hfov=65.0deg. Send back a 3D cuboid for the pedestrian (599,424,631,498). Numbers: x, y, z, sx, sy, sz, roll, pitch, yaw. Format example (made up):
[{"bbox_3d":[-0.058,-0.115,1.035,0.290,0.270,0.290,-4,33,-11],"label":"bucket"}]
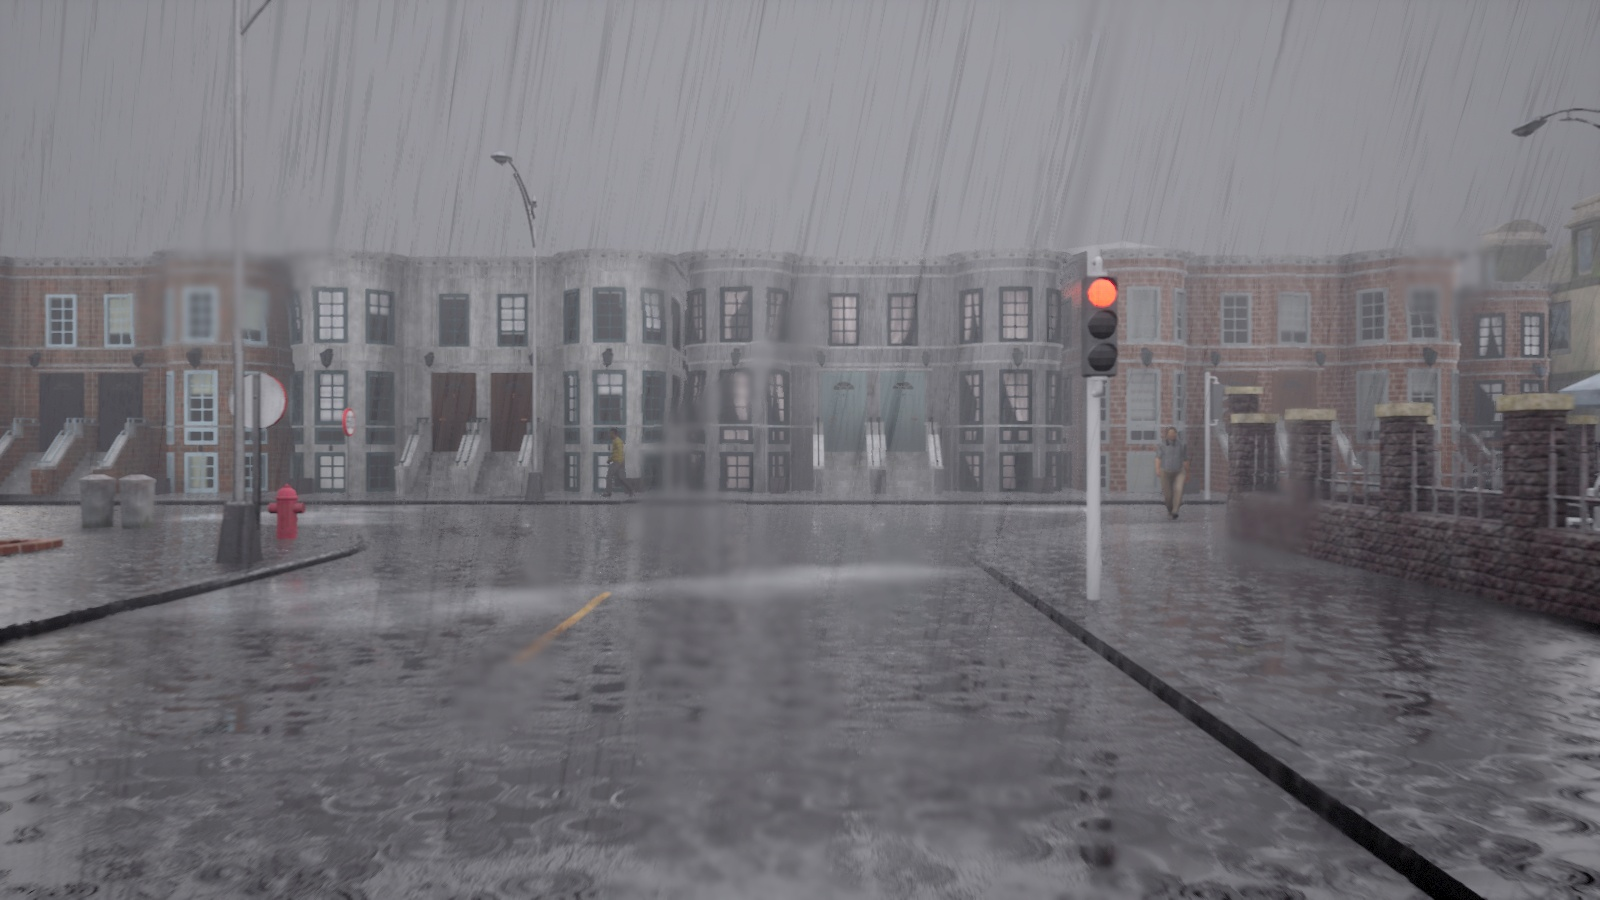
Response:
[{"bbox_3d":[-4.674,0.274,31.710,0.709,1.840,0.431,0,0,4],"label":"pedestrian"}]

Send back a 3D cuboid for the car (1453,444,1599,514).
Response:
[{"bbox_3d":[16.873,0.617,28.014,3.633,1.501,1.845,0,0,0],"label":"car"}]

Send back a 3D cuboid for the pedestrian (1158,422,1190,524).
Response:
[{"bbox_3d":[6.914,0.420,23.214,0.540,1.848,0.694,0,0,15],"label":"pedestrian"}]
